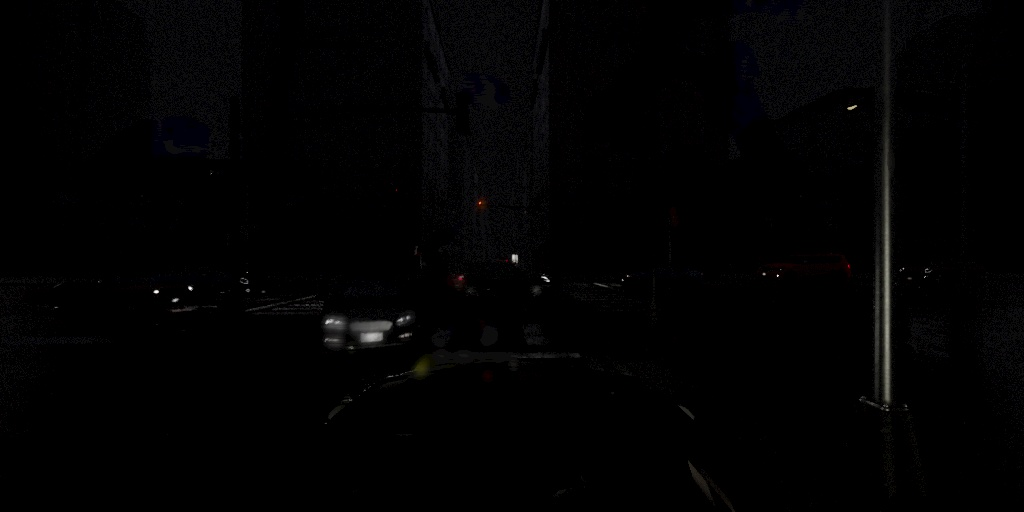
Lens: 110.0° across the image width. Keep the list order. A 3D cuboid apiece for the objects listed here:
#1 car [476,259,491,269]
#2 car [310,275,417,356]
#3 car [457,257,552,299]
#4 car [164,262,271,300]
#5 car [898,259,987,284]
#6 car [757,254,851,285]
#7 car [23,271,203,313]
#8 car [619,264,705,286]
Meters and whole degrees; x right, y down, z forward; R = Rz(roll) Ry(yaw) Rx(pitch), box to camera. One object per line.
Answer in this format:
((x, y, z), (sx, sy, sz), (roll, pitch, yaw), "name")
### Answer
((-4.572, 1.282, 58.301), (2.128, 1.511, 4.902), (0, 0, -1), "car")
((-3.607, 1.241, 8.855), (2.128, 1.511, 4.902), (1, 0, -25), "car")
((-0.337, 1.093, 17.507), (4.553, 1.767, 2.097), (0, 0, -2), "car")
((-14.180, 1.148, 17.104), (4.553, 1.767, 2.097), (0, 0, -3), "car")
((30.060, 0.982, 25.153), (4.553, 1.767, 2.097), (0, 0, -2), "car")
((20.167, 0.883, 24.851), (5.566, 2.045, 2.150), (0, 0, -2), "car")
((-15.195, 1.401, 13.786), (4.718, 1.301, 1.895), (0, 0, -2), "car")
((10.209, 1.244, 24.539), (5.357, 1.411, 2.033), (0, 0, -2), "car")
